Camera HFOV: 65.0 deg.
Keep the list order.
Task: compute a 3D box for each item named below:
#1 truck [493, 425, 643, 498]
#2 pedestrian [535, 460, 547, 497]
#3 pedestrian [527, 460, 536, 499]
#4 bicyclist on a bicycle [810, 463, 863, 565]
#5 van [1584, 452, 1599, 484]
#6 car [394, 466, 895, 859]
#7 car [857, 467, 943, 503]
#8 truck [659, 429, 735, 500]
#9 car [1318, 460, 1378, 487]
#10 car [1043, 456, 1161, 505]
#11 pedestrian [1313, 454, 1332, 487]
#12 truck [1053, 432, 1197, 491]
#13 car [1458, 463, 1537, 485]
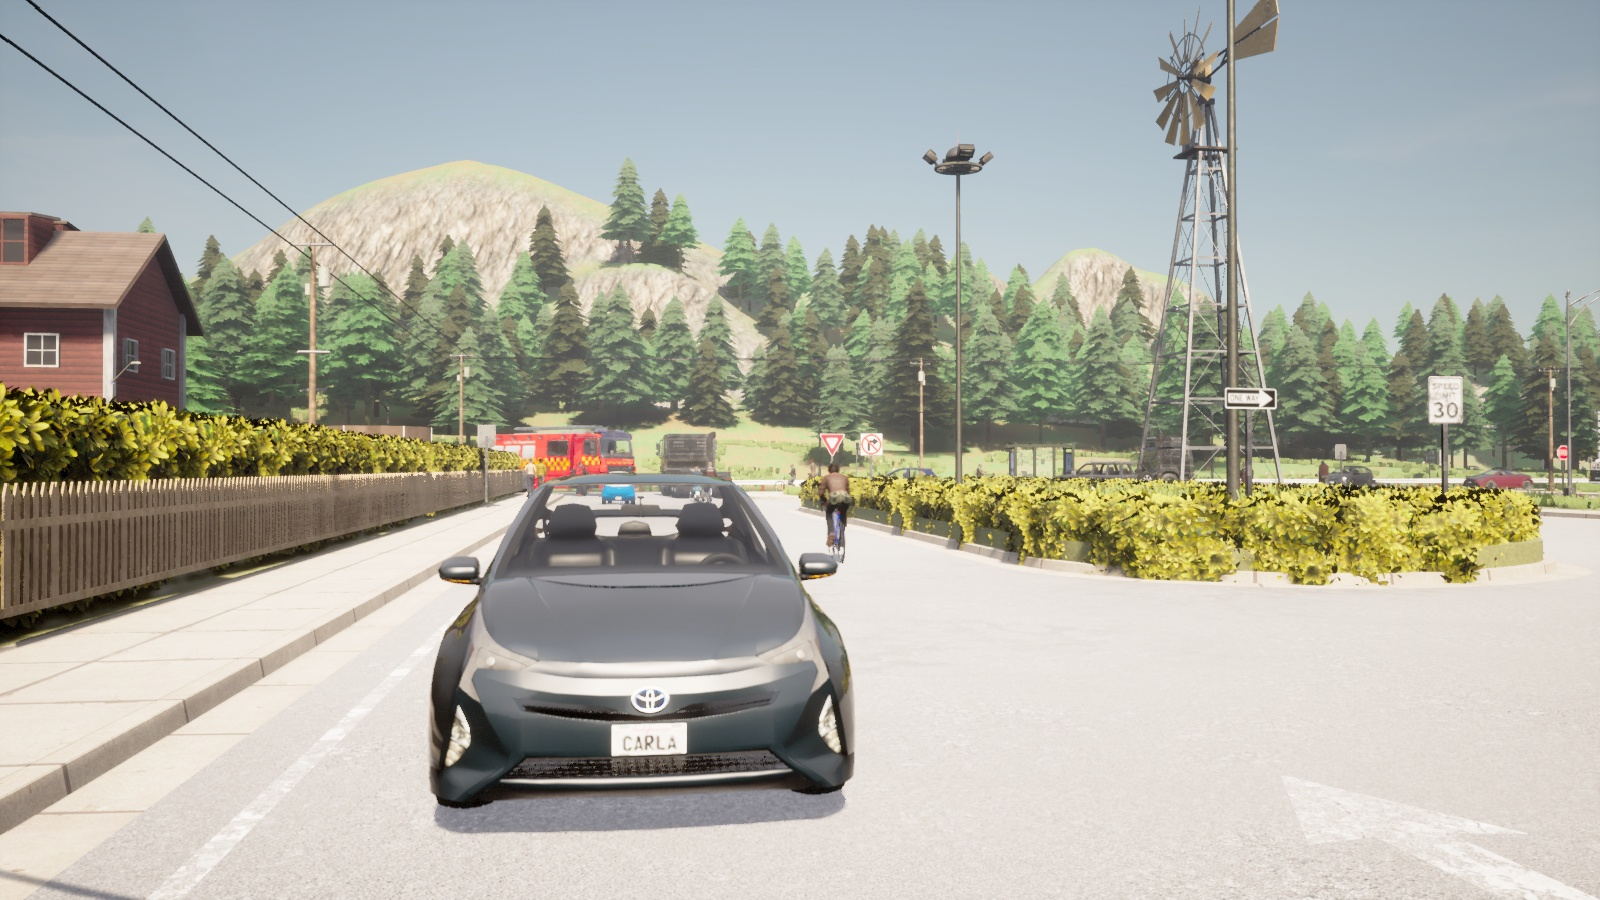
[{"bbox_3d":[-12.836,0.689,69.128,8.468,3.827,2.891,-1,-1,33],"label":"truck"},{"bbox_3d":[-13.136,1.438,63.704,0.431,1.840,0.709,-1,-1,3],"label":"pedestrian"},{"bbox_3d":[-12.583,1.367,58.790,0.345,1.836,0.594,0,-1,-8],"label":"pedestrian"},{"bbox_3d":[0.590,1.044,21.009,0.582,1.620,1.656,0,-1,-8],"label":"bicyclist on a bicycle"},{"bbox_3d":[53.347,1.154,80.929,4.480,2.038,2.069,0,-1,-8],"label":"van"},{"bbox_3d":[-0.933,0.866,7.324,2.007,1.525,4.514,0,-1,-8],"label":"car"},{"bbox_3d":[4.358,1.518,54.319,3.633,1.501,1.845,-1,-1,7],"label":"car"},{"bbox_3d":[-5.481,0.757,65.464,2.891,3.462,7.936,0,-1,-13],"label":"truck"},{"bbox_3d":[34.859,1.478,79.887,3.988,1.617,1.851,0,-1,-39],"label":"car"},{"bbox_3d":[12.093,1.203,50.584,1.932,1.855,4.605,0,-1,-30],"label":"car"},{"bbox_3d":[29.369,1.158,70.574,0.634,1.844,0.899,0,-1,-2],"label":"pedestrian"},{"bbox_3d":[19.659,0.681,76.158,7.936,3.462,2.891,0,-1,-8],"label":"truck"},{"bbox_3d":[46.341,1.591,83.464,4.181,1.385,1.994,0,-1,-8],"label":"car"}]
